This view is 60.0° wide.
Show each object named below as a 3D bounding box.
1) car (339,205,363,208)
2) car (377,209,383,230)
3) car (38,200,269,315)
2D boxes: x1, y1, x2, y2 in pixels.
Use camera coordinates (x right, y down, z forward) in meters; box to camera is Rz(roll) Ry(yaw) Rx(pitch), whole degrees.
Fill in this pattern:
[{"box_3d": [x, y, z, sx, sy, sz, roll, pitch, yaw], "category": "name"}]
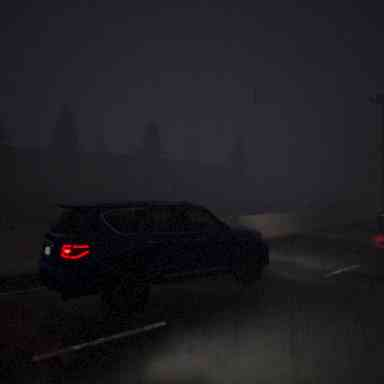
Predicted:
[{"box_3d": [18.836, 1.663, 38.015, 1.994, 1.385, 4.181, 0, 0, 41], "category": "car"}, {"box_3d": [12.893, 1.551, 20.515, 2.128, 1.511, 4.902, 0, 0, 43], "category": "car"}, {"box_3d": [-0.588, 1.227, 7.871, 5.566, 2.045, 2.150, 1, -1, -38], "category": "car"}]
